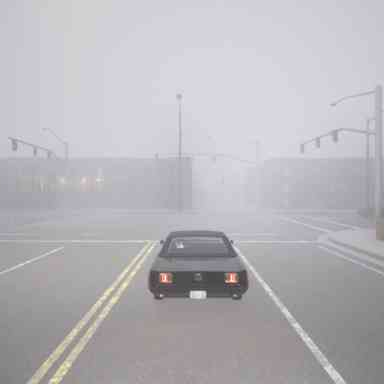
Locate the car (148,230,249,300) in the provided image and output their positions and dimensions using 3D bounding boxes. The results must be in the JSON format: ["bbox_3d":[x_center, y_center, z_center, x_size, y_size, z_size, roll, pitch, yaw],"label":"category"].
[{"bbox_3d":[0.121,1.601,8.334,1.895,1.301,4.718,0,0,0],"label":"car"}]

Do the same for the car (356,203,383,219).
[{"bbox_3d":[16.893,1.601,28.749,4.718,1.301,1.895,0,0,0],"label":"car"}]
